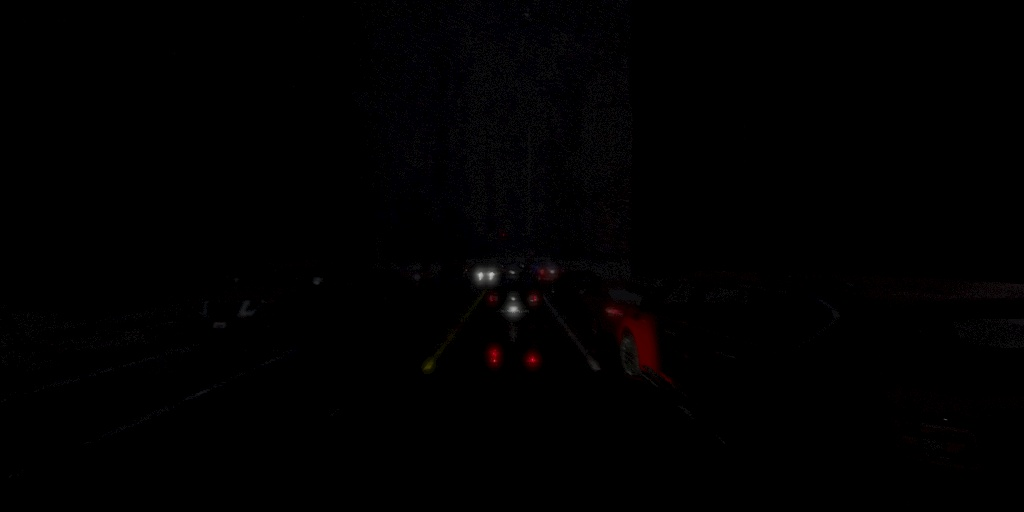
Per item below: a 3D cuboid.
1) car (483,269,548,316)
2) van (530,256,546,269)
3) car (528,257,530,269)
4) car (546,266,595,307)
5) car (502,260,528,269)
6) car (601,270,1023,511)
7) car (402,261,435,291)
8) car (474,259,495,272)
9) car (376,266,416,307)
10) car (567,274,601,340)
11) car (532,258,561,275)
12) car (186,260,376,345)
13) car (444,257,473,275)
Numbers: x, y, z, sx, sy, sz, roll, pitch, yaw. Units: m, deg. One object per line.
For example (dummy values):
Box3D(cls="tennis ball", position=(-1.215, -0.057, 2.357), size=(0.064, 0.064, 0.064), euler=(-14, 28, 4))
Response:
Box3D(cls="car", position=(0.064, 1.322, 13.155), size=(1.895, 1.301, 4.718), euler=(0, 0, 0))
Box3D(cls="van", position=(2.767, 1.015, 32.011), size=(1.690, 1.789, 3.998), euler=(0, 0, 0))
Box3D(cls="car", position=(2.767, 1.100, 37.612), size=(1.967, 1.591, 4.097), euler=(0, 0, 0))
Box3D(cls="car", position=(2.764, 1.282, 15.206), size=(1.948, 1.339, 4.313), euler=(0, 0, 0))
Box3D(cls="car", position=(0.076, 1.243, 30.018), size=(1.994, 1.385, 4.181), euler=(0, 0, 0))
Box3D(cls="car", position=(2.762, 1.059, 4.002), size=(2.192, 1.841, 5.009), euler=(0, 0, 0))
Box3D(cls="car", position=(-5.760, 1.142, 20.805), size=(1.967, 1.591, 4.097), euler=(0, 0, 0))
Box3D(cls="car", position=(-3.069, 1.211, 43.167), size=(1.994, 1.385, 4.181), euler=(0, 0, 0))
Box3D(cls="car", position=(-5.761, 1.282, 15.203), size=(1.948, 1.339, 4.313), euler=(0, 0, 0))
Box3D(cls="car", position=(2.763, 1.312, 9.604), size=(1.802, 1.307, 4.207), euler=(0, 0, 0))
Box3D(cls="car", position=(2.766, 1.128, 26.409), size=(1.967, 1.591, 4.097), euler=(0, 0, 0))
Box3D(cls="car", position=(-5.762, 1.045, 9.602), size=(2.192, 1.841, 5.009), euler=(0, 0, 0))
Box3D(cls="car", position=(-5.758, 0.976, 37.612), size=(2.192, 1.841, 5.009), euler=(0, 0, 0))
